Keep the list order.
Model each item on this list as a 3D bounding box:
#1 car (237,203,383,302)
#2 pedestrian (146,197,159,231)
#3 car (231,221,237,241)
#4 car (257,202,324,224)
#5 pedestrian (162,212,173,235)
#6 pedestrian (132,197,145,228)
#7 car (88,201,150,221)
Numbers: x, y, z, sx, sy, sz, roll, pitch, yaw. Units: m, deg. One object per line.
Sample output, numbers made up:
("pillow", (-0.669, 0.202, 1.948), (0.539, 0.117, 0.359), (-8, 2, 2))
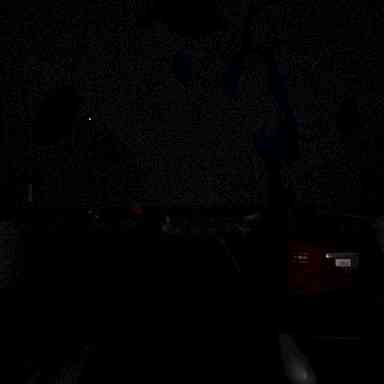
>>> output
("car", (2.634, 1.315, 8.186), (2.192, 1.841, 5.009), (0, 0, 0))
("pedestrian", (-2.130, 1.143, 17.765), (0.375, 1.860, 0.375), (0, 0, 0))
("car", (2.633, 1.525, 13.902), (1.752, 1.417, 4.829), (0, 0, 0))
("car", (6.976, 1.474, 23.843), (4.181, 1.385, 1.994), (-1, 0, 0))
("pedestrian", (-1.254, 1.573, 17.101), (0.375, 1.300, 0.375), (0, 0, 0))
("pedestrian", (-2.950, 1.141, 18.362), (0.375, 1.860, 0.375), (0, 0, 0))
("car", (-5.822, 1.518, 26.866), (5.008, 1.535, 1.882), (-1, 0, 0))
